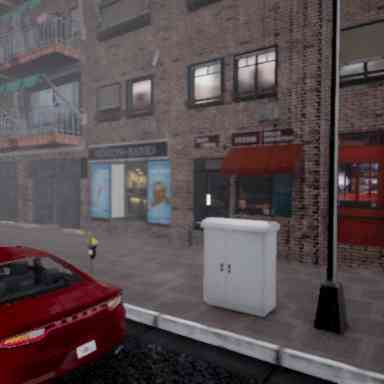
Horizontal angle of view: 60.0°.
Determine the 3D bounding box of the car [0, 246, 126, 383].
[{"bbox_3d":[-2.930,1.459,4.678,4.507,1.381,1.887,1,2,34],"label":"car"}]
